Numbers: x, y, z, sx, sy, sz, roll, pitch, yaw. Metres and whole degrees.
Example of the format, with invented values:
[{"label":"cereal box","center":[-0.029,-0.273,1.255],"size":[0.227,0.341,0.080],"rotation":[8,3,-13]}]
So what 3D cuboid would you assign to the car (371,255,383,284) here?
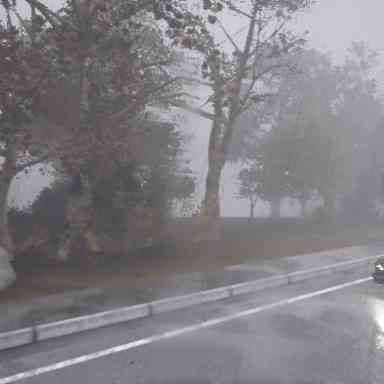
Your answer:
[{"label":"car","center":[6.762,1.641,8.498],"size":[5.357,1.411,2.033],"rotation":[1,0,-35]}]
